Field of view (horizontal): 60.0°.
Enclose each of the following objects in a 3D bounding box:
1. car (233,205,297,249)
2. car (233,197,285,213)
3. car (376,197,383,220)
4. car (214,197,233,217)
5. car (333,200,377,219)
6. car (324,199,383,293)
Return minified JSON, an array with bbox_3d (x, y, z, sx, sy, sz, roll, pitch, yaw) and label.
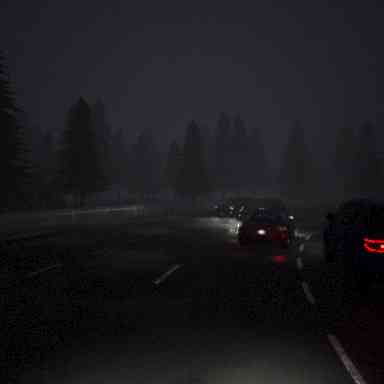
[{"bbox_3d":[3.413,1.500,14.582,1.994,1.385,4.181,0,0,22],"label":"car"},{"bbox_3d":[5.386,1.240,25.139,2.097,1.767,4.553,1,0,39],"label":"car"},{"bbox_3d":[16.790,1.267,26.664,4.553,1.767,2.097,0,0,-40],"label":"car"},{"bbox_3d":[3.905,1.217,28.788,2.097,1.767,4.553,1,0,41],"label":"car"},{"bbox_3d":[14.346,1.459,29.186,4.181,1.385,1.994,0,0,-40],"label":"car"},{"bbox_3d":[4.923,1.192,8.663,2.150,2.045,5.566,0,0,13],"label":"car"}]
